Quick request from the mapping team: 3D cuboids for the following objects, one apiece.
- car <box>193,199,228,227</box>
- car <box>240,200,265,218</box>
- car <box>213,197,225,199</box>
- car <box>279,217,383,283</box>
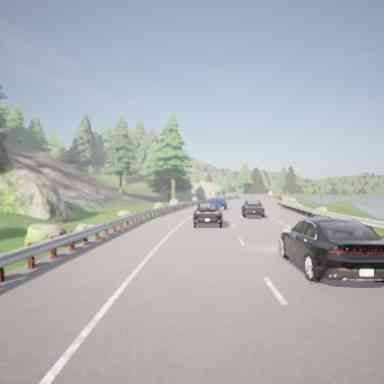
[{"bbox_3d":[1.110,1.438,22.112,2.128,1.511,4.902,0,0,5],"label":"car"},{"bbox_3d":[5.341,1.426,29.538,2.128,1.511,4.902,0,0,6],"label":"car"},{"bbox_3d":[3.381,1.380,41.409,1.882,1.535,5.008,0,0,9],"label":"car"},{"bbox_3d":[3.849,1.487,9.582,1.837,1.490,4.892,0,0,2],"label":"car"}]
